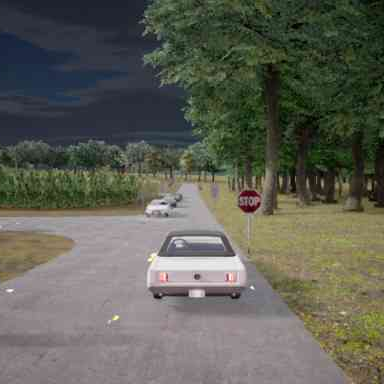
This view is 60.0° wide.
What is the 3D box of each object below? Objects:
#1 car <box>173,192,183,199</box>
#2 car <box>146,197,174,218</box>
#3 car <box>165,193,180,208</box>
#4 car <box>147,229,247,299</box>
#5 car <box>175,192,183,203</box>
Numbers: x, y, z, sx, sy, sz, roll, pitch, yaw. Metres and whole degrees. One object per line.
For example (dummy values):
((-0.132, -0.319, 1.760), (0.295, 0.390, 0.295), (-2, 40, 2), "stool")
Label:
((-2.792, 0.707, 67.101), (1.895, 1.301, 4.718), (0, 1, 0), "car")
((-2.857, 1.401, 28.807), (1.812, 1.442, 4.674), (0, 0, 0), "car")
((-2.857, 1.217, 41.912), (1.812, 1.442, 4.674), (0, 1, 0), "car")
((0.098, 1.590, 8.380), (1.895, 1.301, 4.718), (0, 0, 0), "car")
((-2.841, 0.985, 54.268), (1.994, 1.385, 4.181), (0, 1, 0), "car")
